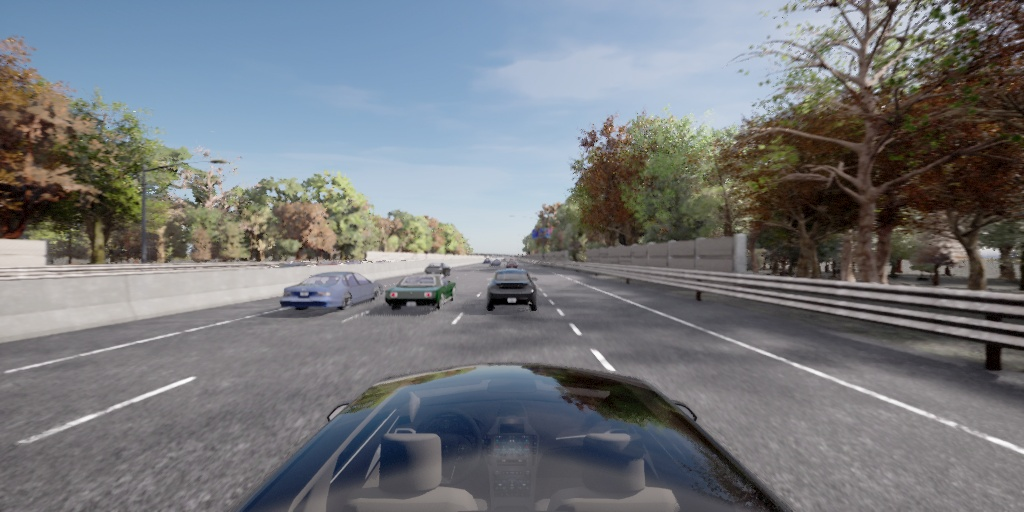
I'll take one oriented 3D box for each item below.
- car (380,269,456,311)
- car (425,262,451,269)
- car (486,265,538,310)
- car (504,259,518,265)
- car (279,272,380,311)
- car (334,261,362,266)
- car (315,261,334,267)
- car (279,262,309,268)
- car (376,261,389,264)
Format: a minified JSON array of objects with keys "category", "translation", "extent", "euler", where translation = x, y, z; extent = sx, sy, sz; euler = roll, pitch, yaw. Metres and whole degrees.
[{"category":"car","translation":[-3.503,1.392,14.718],"extent":[1.895,1.301,4.718],"euler":[0,0,0]},{"category":"car","translation":[-7.003,1.344,34.206],"extent":[2.128,1.511,4.902],"euler":[0,0,0]},{"category":"car","translation":[-0.004,1.298,14.893],"extent":[1.837,1.490,4.892],"euler":[0,0,0]},{"category":"car","translation":[-0.004,1.536,60.299],"extent":[1.895,1.301,4.718],"euler":[0,0,0]},{"category":"car","translation":[-7.002,1.338,14.594],"extent":[2.033,1.411,5.357],"euler":[0,0,0]},{"category":"car","translation":[-21.049,1.443,47.741],"extent":[2.033,1.411,5.357],"euler":[0,0,1]},{"category":"car","translation":[-24.548,1.423,48.029],"extent":[1.812,1.442,4.674],"euler":[0,0,1]},{"category":"car","translation":[-28.036,1.455,46.208],"extent":[1.994,1.385,4.181],"euler":[0,0,1]},{"category":"car","translation":[-17.556,1.389,48.212],"extent":[2.128,1.511,4.902],"euler":[0,0,1]}]
